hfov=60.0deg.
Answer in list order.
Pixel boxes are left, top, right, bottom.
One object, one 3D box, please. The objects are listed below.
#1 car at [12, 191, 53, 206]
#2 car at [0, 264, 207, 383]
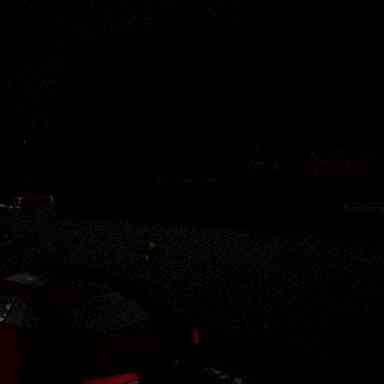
[{"bbox_3d":[-19.795,0.764,41.361,2.097,1.767,4.553,1,2,35],"label":"car"},{"bbox_3d":[-1.791,1.581,4.077,4.206,1.307,1.802,0,1,36],"label":"car"}]
